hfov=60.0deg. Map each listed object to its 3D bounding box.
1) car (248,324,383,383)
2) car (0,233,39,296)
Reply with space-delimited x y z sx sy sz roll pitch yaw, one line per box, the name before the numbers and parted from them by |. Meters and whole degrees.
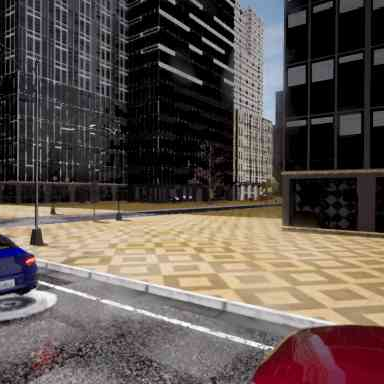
car | 2.351 1.564 2.000 4.181 1.385 1.994 0 0 35
car | -5.252 1.523 7.427 4.674 1.442 1.812 0 0 36
